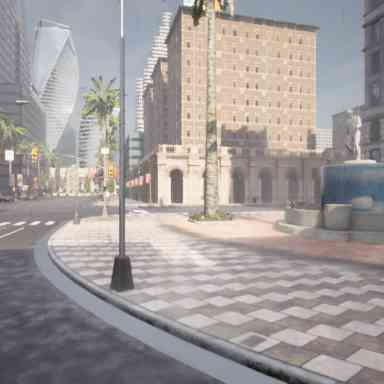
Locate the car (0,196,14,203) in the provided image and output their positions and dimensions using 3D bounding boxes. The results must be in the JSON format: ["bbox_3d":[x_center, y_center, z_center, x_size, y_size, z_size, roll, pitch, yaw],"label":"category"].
[{"bbox_3d":[-38.961,1.511,70.149,2.161,1.482,4.786,0,0,-15],"label":"car"}]
